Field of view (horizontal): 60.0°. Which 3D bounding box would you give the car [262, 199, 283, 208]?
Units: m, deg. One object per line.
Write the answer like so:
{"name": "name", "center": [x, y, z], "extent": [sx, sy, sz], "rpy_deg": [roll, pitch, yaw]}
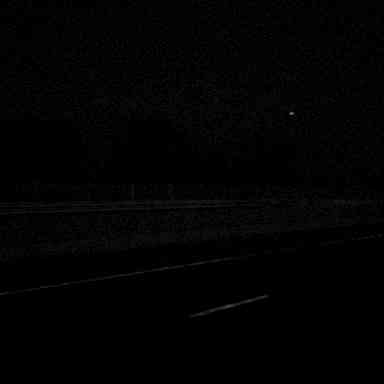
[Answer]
{"name": "car", "center": [9.718, 1.558, 36.685], "extent": [4.674, 1.442, 1.812], "rpy_deg": [0, 0, -35]}

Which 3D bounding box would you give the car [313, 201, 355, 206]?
{"name": "car", "center": [13.709, 1.557, 30.939], "extent": [4.674, 1.442, 1.812], "rpy_deg": [0, 0, -35]}

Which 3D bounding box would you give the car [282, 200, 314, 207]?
{"name": "car", "center": [11.707, 1.557, 33.807], "extent": [4.674, 1.442, 1.812], "rpy_deg": [0, 0, -35]}
